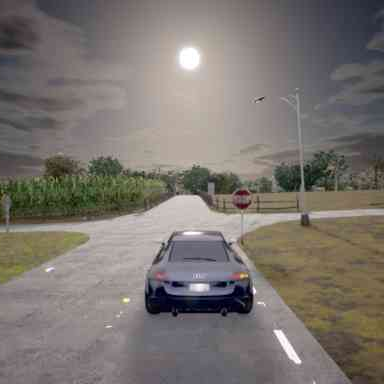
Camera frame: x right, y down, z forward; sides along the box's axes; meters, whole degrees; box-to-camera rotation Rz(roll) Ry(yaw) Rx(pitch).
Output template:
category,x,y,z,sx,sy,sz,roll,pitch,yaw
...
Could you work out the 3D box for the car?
category,x,y,z,sx,sy,sz,roll,pitch,yaw
car,0.116,1.557,7.578,1.994,1.385,4.181,0,0,0
